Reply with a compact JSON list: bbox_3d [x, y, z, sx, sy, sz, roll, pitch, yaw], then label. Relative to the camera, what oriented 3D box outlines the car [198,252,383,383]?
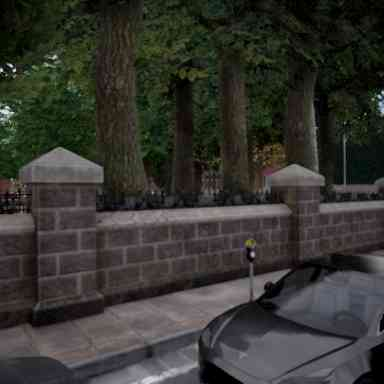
[{"bbox_3d":[2.092,1.561,4.308,4.313,1.339,1.947,0,0,-35],"label":"car"}]

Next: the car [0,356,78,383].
[{"bbox_3d":[-2.540,1.553,1.007,4.403,1.369,2.008,0,0,-35],"label":"car"}]
